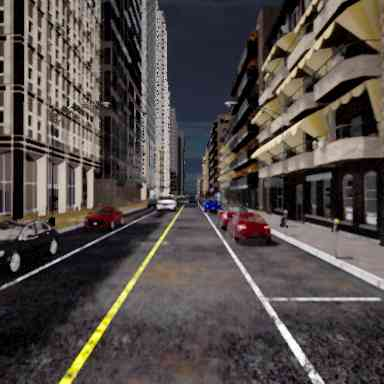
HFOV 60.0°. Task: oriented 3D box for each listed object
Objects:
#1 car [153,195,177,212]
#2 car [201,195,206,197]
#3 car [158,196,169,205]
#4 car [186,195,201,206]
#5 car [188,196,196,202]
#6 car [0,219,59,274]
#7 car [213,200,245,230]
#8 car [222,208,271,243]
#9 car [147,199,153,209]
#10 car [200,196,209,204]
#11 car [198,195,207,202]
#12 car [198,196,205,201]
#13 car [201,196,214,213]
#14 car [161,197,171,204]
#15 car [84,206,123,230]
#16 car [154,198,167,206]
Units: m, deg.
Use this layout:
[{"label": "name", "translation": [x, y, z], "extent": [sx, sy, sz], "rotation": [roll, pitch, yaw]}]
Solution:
[{"label": "car", "translation": [-3.095, 1.371, 41.330], "extent": [2.150, 2.045, 5.566], "rotation": [0, 0, 0]}, {"label": "car", "translation": [2.684, 1.781, 61.364], "extent": [2.008, 1.369, 4.403], "rotation": [0, 0, 0]}, {"label": "car", "translation": [-5.698, 1.695, 67.012], "extent": [1.967, 1.590, 4.097], "rotation": [0, 0, 0]}, {"label": "car", "translation": [-0.007, 1.707, 57.860], "extent": [2.128, 1.511, 4.902], "rotation": [0, 0, 0]}, {"label": "car", "translation": [-0.008, 1.633, 81.660], "extent": [1.837, 1.490, 4.892], "rotation": [0, 0, 0]}, {"label": "car", "translation": [-5.690, 1.587, 10.526], "extent": [2.008, 1.369, 4.403], "rotation": [0, 0, 0]}, {"label": "car", "translation": [2.688, 1.517, 21.825], "extent": [1.967, 1.590, 4.097], "rotation": [0, 0, 0]}, {"label": "car", "translation": [2.689, 1.638, 16.176], "extent": [1.802, 1.307, 4.206], "rotation": [0, 0, 0]}, {"label": "car", "translation": [-5.696, 1.750, 50.065], "extent": [1.947, 1.339, 4.313], "rotation": [0, 0, 0]}, {"label": "car", "translation": [2.682, 1.719, 72.661], "extent": [1.967, 1.590, 4.097], "rotation": [0, 0, 0]}, {"label": "car", "translation": [2.681, 1.644, 83.959], "extent": [2.192, 1.841, 5.009], "rotation": [0, 0, 0]}, {"label": "car", "translation": [2.680, 1.961, 95.255], "extent": [1.802, 1.307, 4.206], "rotation": [0, 0, 0]}, {"label": "car", "translation": [2.355, 1.620, 39.481], "extent": [1.882, 1.535, 5.008], "rotation": [0, 0, 0]}, {"label": "car", "translation": [-5.698, 1.804, 72.489], "extent": [1.752, 1.417, 4.829], "rotation": [0, 0, 0]}, {"label": "car", "translation": [-5.692, 1.622, 21.823], "extent": [1.887, 1.381, 4.507], "rotation": [0, 0, 0]}, {"label": "car", "translation": [-5.697, 1.781, 61.362], "extent": [2.008, 1.369, 4.403], "rotation": [0, 0, 0]}]
